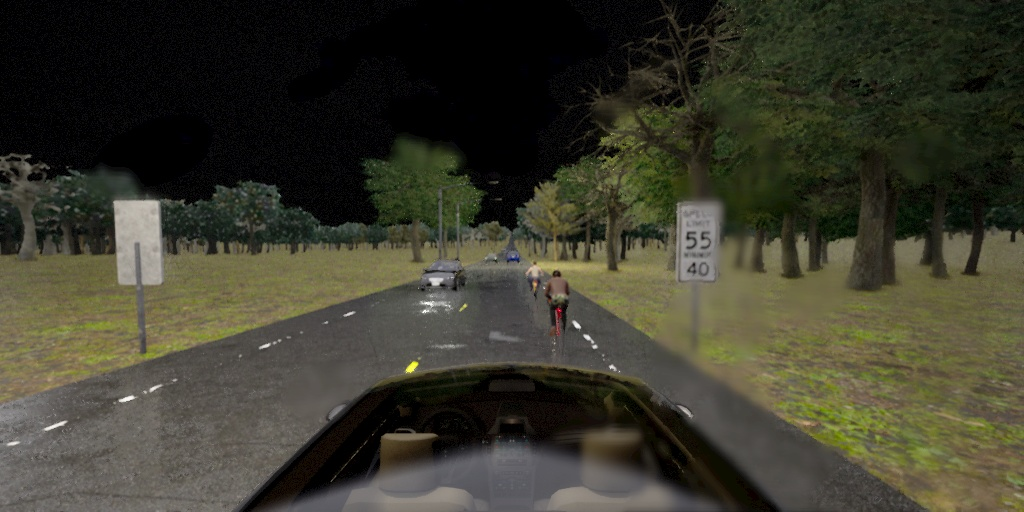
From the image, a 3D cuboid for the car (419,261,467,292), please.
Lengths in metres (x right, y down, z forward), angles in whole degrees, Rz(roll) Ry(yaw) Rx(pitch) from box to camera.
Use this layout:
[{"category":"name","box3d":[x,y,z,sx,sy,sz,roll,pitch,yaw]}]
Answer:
[{"category":"car","box3d":[-3.568,1.010,19.251,2.128,1.511,4.902,0,1,0]}]

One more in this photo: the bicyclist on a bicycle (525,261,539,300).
[{"category":"bicyclist on a bicycle","box3d":[0.975,1.006,15.358,0.866,1.612,1.509,0,1,0]}]

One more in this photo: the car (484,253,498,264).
[{"category":"car","box3d":[-3.463,0.359,60.577,2.097,1.767,4.553,0,1,0]}]

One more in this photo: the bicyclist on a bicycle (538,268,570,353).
[{"category":"bicyclist on a bicycle","box3d":[0.973,1.125,7.617,0.582,1.620,1.656,0,0,0]}]

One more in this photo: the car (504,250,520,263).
[{"category":"car","box3d":[0.208,0.202,62.825,2.150,2.045,5.566,0,1,0]}]
